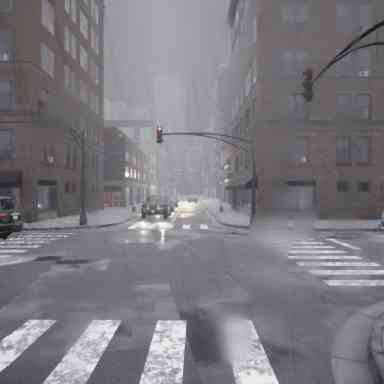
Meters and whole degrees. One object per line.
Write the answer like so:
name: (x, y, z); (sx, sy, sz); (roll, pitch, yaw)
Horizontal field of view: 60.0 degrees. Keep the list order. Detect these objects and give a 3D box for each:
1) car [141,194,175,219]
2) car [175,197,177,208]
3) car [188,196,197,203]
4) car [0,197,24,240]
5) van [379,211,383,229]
car: (-3.075, 1.236, 29.788); (2.150, 2.045, 5.566); (0, 0, 2)
car: (-3.087, 1.545, 39.461); (1.812, 1.442, 4.674); (0, 0, 0)
car: (0.130, 1.519, 70.034); (2.128, 1.511, 4.902); (0, 0, 0)
car: (-10.513, 1.220, 14.801); (5.566, 2.045, 2.150); (0, 0, 0)
van: (12.062, 1.358, 17.401); (3.998, 1.788, 1.690); (0, 0, 0)
